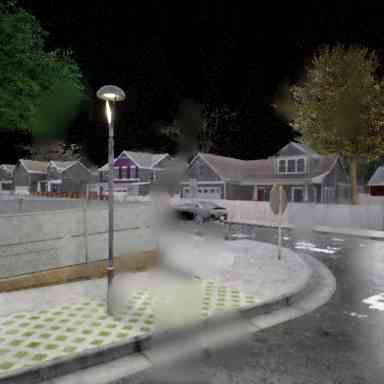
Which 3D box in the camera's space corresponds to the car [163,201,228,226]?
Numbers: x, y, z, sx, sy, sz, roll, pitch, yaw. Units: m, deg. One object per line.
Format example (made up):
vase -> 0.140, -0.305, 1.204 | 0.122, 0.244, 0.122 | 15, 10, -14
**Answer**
car -> 0.127, 1.310, 21.650 | 2.128, 1.511, 4.902 | 3, -1, -44
